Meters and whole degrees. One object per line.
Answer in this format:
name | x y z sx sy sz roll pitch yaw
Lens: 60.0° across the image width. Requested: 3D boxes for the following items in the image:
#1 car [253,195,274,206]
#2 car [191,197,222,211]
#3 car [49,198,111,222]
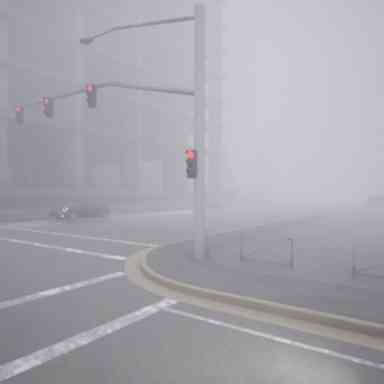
car | 11.624 1.308 53.890 1.882 1.535 5.008 0 0 35
car | 1.778 1.403 40.136 2.128 1.511 4.902 0 0 35
car | -8.549 1.266 25.554 2.097 1.767 4.553 0 0 36
